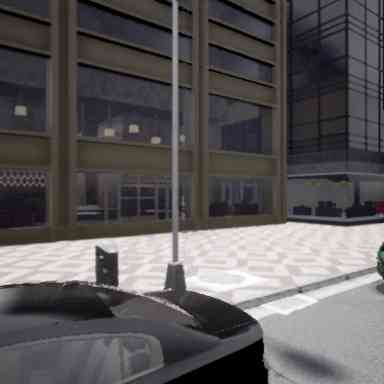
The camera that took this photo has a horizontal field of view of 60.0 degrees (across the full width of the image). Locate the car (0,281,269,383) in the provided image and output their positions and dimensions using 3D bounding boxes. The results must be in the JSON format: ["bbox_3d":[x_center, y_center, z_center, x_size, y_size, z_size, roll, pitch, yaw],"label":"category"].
[{"bbox_3d":[-1.647,1.491,2.170,5.008,1.535,1.882,0,0,-36],"label":"car"}]

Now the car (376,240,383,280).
[{"bbox_3d":[6.912,1.255,8.420,5.566,2.045,2.150,0,0,-36],"label":"car"}]
